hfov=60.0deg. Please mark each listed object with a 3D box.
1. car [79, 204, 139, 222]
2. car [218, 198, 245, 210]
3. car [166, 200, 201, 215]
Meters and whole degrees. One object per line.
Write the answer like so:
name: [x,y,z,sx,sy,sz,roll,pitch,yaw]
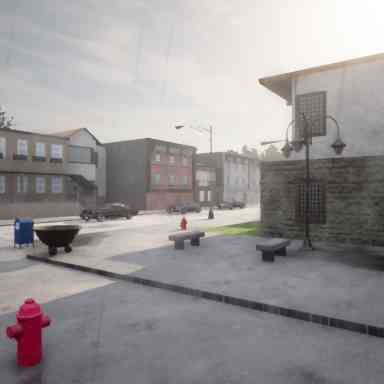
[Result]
car: [-6.554,1.601,26.478,1.895,1.301,4.718,0,0,35]
car: [5.122,1.491,42.834,2.128,1.511,4.902,0,0,36]
car: [-0.806,1.564,34.550,1.994,1.385,4.181,0,0,35]
